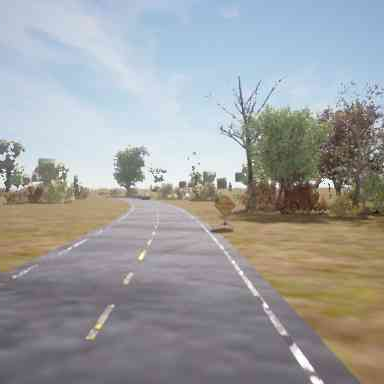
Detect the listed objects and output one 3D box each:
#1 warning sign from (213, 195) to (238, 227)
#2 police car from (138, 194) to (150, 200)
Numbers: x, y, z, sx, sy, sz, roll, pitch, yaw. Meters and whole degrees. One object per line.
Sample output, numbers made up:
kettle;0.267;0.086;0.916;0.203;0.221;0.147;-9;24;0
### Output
warning sign;1.984;1.098;19.898;1.300;1.860;1.060;0;0;-4
police car;-12.520;1.444;89.129;1.930;1.638;5.238;0;0;-17
